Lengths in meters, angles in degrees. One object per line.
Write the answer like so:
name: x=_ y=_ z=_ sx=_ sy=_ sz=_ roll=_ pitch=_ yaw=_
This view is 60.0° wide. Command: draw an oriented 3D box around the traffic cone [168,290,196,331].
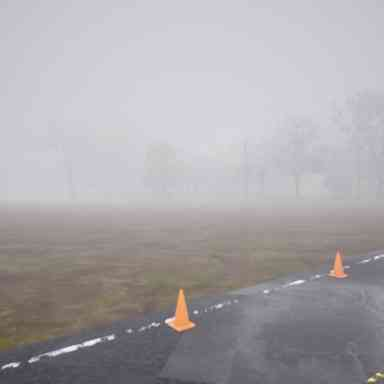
traffic cone: x=-0.171 y=1.914 z=5.501 sx=0.340 sy=0.580 sz=0.340 roll=-1 pitch=1 yaw=-37
